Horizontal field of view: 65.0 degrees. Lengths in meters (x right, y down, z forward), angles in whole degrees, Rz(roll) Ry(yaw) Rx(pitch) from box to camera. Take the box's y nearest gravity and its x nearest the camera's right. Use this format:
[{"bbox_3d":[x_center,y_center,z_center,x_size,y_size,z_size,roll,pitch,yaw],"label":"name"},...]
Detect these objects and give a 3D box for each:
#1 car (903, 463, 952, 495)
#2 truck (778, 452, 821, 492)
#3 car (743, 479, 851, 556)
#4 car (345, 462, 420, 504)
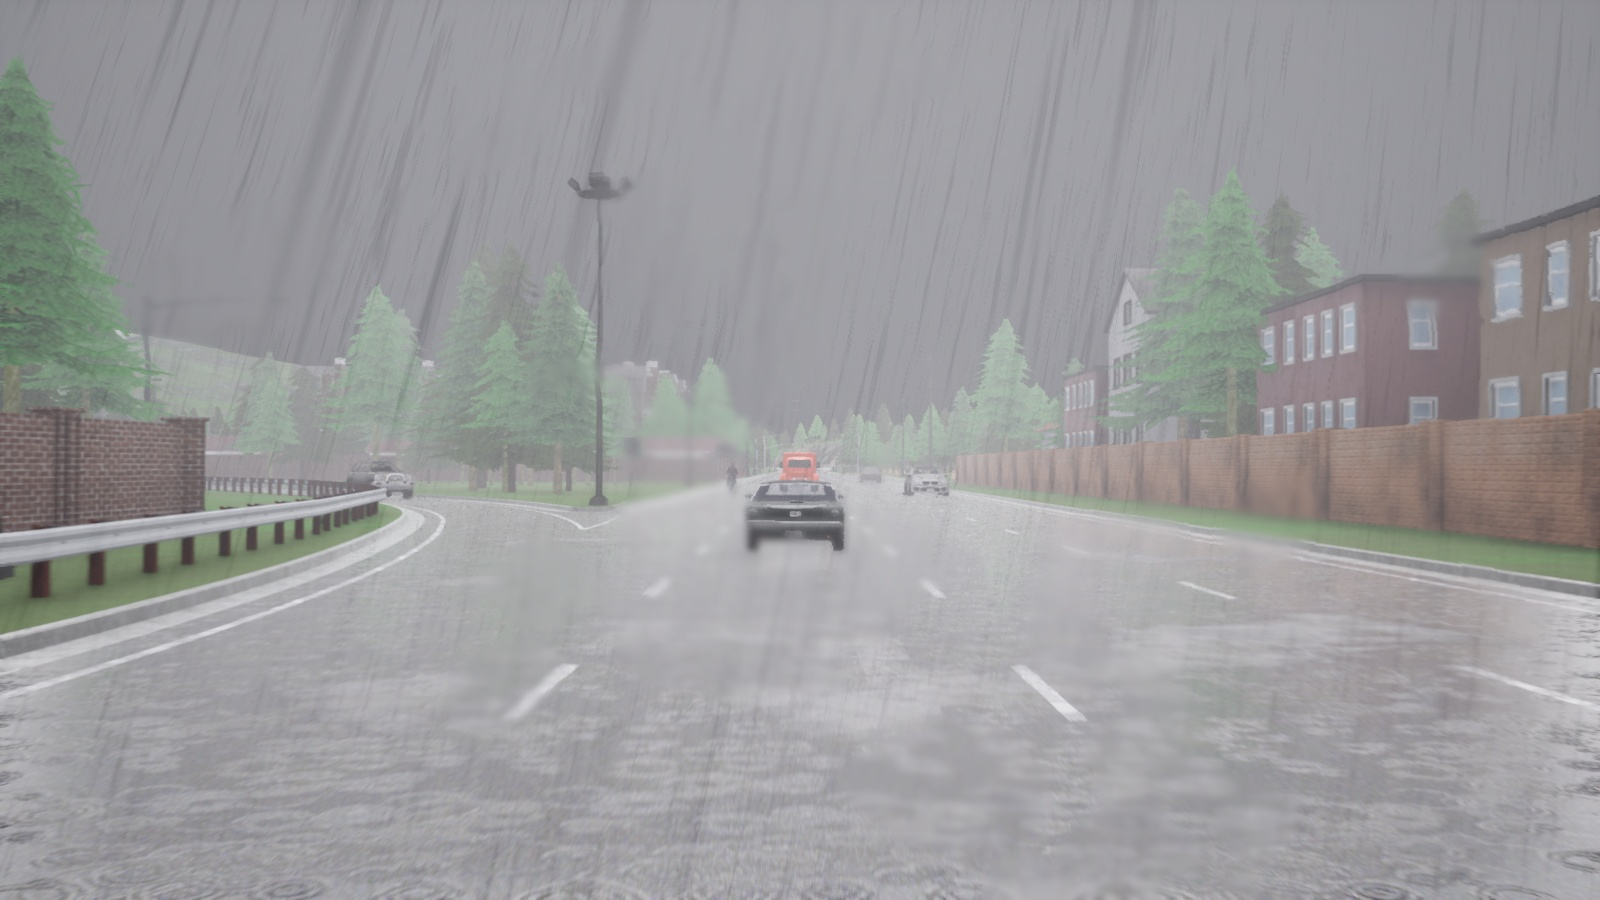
[{"bbox_3d":[7.002,1.572,69.405,2.242,1.667,4.611,0,-1,0],"label":"car"},{"bbox_3d":[-0.027,1.412,79.587,2.627,2.467,5.204,0,-1,0],"label":"truck"},{"bbox_3d":[-0.058,1.244,24.505,1.895,1.301,4.718,0,-1,0],"label":"car"},{"bbox_3d":[-19.444,1.499,58.370,1.932,1.855,4.605,0,-1,-37],"label":"car"}]
